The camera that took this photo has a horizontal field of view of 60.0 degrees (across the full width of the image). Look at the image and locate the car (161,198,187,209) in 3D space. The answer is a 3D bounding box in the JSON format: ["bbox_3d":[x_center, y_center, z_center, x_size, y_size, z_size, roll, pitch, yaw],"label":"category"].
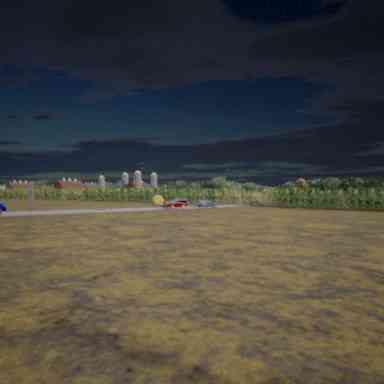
[{"bbox_3d":[-3.046,2.098,55.823,1.895,1.301,4.718,1,0,36],"label":"car"}]

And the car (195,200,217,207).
[{"bbox_3d":[2.766,2.208,64.046,2.033,1.411,5.357,1,0,36],"label":"car"}]

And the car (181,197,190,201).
[{"bbox_3d":[-2.374,1.681,61.571,1.882,1.535,5.008,1,0,36],"label":"car"}]

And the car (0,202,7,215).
[{"bbox_3d":[-20.566,1.216,31.351,2.150,2.045,5.566,1,-1,36],"label":"car"}]
